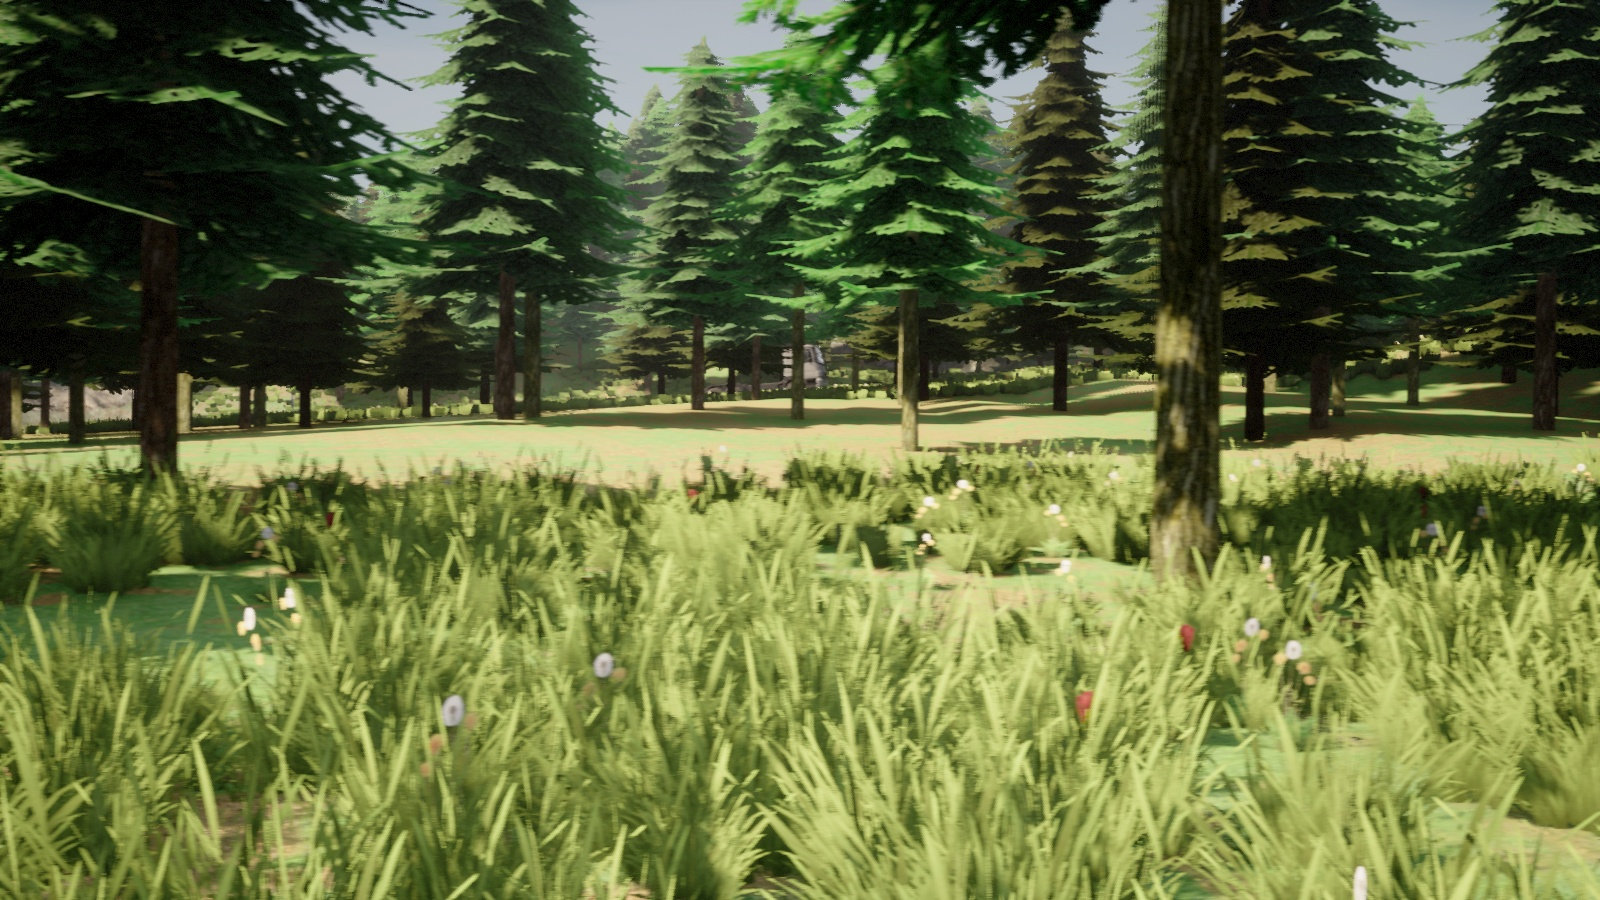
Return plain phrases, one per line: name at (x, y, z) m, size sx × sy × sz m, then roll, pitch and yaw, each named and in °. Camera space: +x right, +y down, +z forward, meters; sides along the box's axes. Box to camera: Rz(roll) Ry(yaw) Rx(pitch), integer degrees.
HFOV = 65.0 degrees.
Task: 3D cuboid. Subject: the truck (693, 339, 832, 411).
truck at (-2.266, -4.568, 77.514) m, size 7.936 × 3.462 × 2.891 m, roll -6°, pitch 0°, yaw 9°
